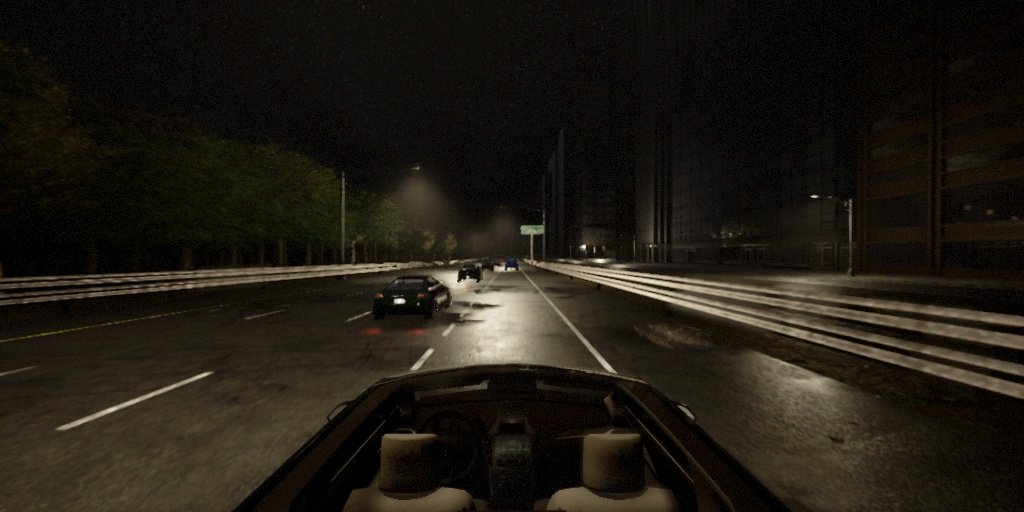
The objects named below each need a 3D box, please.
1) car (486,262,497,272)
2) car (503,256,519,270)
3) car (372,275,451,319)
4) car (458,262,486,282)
[{"bbox_3d":[-3.643,1.624,53.735,1.837,1.490,4.892,0,0,0],"label":"car"},{"bbox_3d":[-0.080,1.388,61.284,2.150,2.045,5.566,0,0,0],"label":"car"},{"bbox_3d":[-3.508,1.396,13.189,1.994,1.385,4.181,0,0,0],"label":"car"},{"bbox_3d":[-3.547,1.469,31.214,1.837,1.490,4.892,0,0,0],"label":"car"}]
